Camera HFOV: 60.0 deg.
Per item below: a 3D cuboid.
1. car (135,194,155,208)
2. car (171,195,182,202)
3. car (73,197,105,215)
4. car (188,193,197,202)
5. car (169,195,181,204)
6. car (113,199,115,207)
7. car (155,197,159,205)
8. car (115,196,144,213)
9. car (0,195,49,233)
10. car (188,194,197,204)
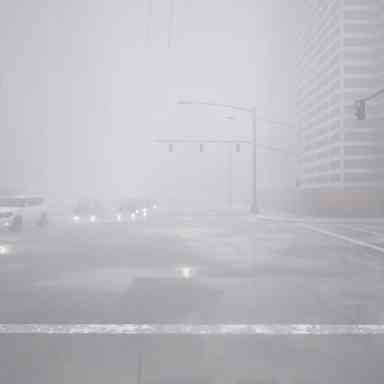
[{"bbox_3d":[-7.039,1.491,48.238,2.128,1.511,4.902,0,0,0],"label":"car"},{"bbox_3d":[-3.411,1.354,74.432,2.128,1.511,4.902,0,0,0],"label":"car"},{"bbox_3d":[-10.559,1.352,34.363,2.097,1.767,4.553,0,0,0],"label":"car"},{"bbox_3d":[0.089,1.184,74.398,2.097,1.767,4.553,0,0,0],"label":"car"},{"bbox_3d":[-3.423,1.491,64.148,2.128,1.511,4.902,0,0,0],"label":"car"},{"bbox_3d":[-10.535,1.477,49.875,1.882,1.535,5.008,0,0,0],"label":"car"},{"bbox_3d":[-7.009,1.600,58.562,1.895,1.301,4.718,0,0,0],"label":"car"},{"bbox_3d":[-7.054,1.505,37.887,1.837,1.490,4.892,0,0,0],"label":"car"},{"bbox_3d":[-10.576,1.220,19.886,2.150,2.045,5.566,0,0,0],"label":"car"},{"bbox_3d":[0.077,1.547,64.144,2.033,1.411,5.357,0,0,0],"label":"car"}]
